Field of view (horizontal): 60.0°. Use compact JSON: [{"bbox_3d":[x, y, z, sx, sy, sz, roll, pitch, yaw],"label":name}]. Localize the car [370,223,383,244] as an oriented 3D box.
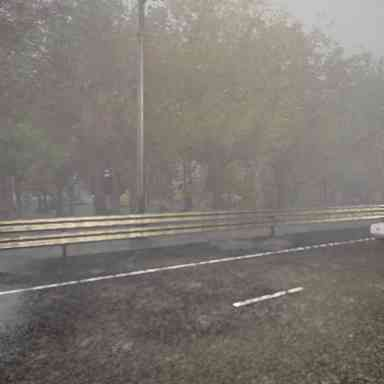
[{"bbox_3d":[9.881,1.575,14.323,4.718,1.301,1.895,0,0,-32],"label":"car"}]
